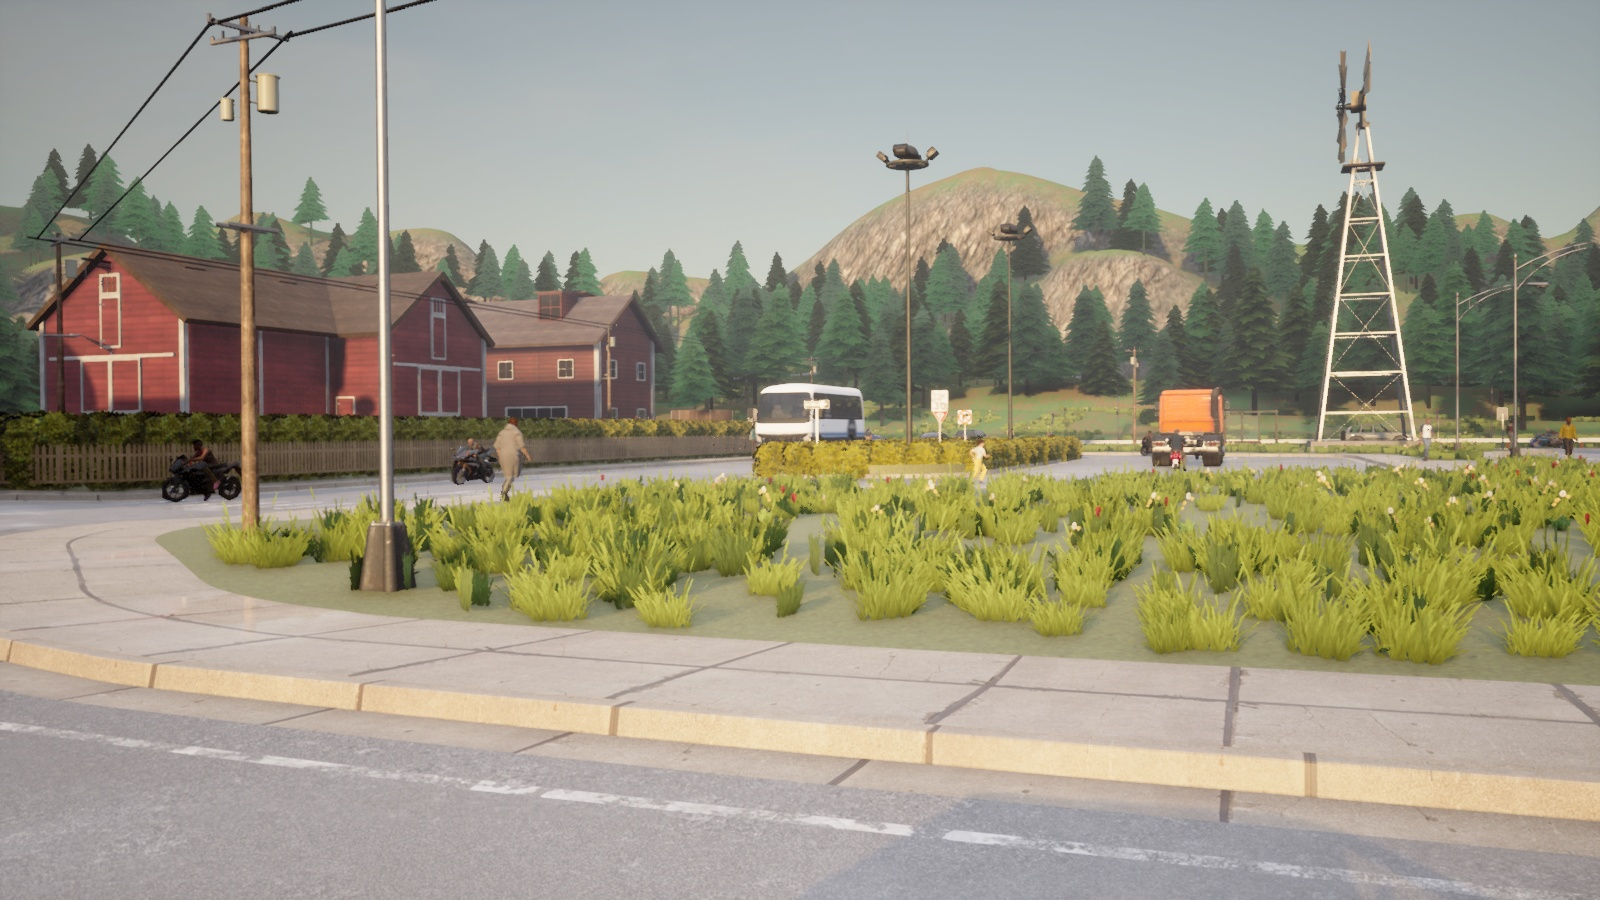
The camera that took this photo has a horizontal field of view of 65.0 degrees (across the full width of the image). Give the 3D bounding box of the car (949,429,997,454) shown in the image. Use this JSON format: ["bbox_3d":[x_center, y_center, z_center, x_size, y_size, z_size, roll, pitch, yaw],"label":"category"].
[{"bbox_3d":[12.773,-0.629,92.493,2.097,1.767,4.553,0,1,28],"label":"car"}]

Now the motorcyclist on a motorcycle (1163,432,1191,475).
[{"bbox_3d":[14.072,0.110,46.871,0.866,1.590,1.817,0,1,21],"label":"motorcyclist on a motorcycle"}]

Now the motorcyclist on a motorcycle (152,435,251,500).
[{"bbox_3d":[-14.573,0.390,30.623,0.797,1.523,2.044,1,1,35],"label":"motorcyclist on a motorcycle"}]

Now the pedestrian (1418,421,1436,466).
[{"bbox_3d":[26.224,-0.274,52.526,0.354,1.836,0.706,0,1,-2],"label":"pedestrian"}]

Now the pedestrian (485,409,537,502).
[{"bbox_3d":[-6.218,0.108,27.024,0.659,1.952,0.873,0,1,32],"label":"pedestrian"}]

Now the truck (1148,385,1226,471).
[{"bbox_3d":[17.082,-0.944,55.109,2.891,3.462,7.936,0,1,20],"label":"truck"}]

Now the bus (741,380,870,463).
[{"bbox_3d":[0.527,-1.542,70.400,3.944,4.253,10.273,0,1,20],"label":"bus"}]

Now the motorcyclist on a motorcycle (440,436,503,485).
[{"bbox_3d":[-10.497,0.304,40.234,0.866,1.530,2.191,0,1,20],"label":"motorcyclist on a motorcycle"}]

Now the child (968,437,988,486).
[{"bbox_3d":[4.602,0.302,32.492,0.437,1.263,0.270,0,1,-9],"label":"child"}]

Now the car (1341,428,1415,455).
[{"bbox_3d":[40.664,-0.636,88.481,4.605,1.855,1.932,0,1,20],"label":"car"}]

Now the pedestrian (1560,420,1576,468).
[{"bbox_3d":[29.968,-0.230,48.987,0.370,1.835,0.726,0,1,20],"label":"pedestrian"}]
